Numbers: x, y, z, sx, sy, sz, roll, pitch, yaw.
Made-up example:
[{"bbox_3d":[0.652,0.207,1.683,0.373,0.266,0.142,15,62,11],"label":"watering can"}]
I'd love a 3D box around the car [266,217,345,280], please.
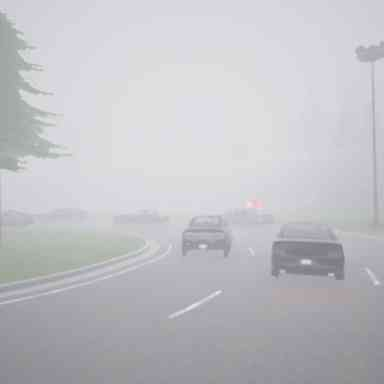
[{"bbox_3d":[3.638,1.623,10.626,1.882,1.535,5.008,0,-1,19],"label":"car"}]

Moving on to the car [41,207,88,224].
[{"bbox_3d":[-12.721,2.271,32.647,4.892,1.490,1.837,-1,-2,-2],"label":"car"}]

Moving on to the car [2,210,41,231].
[{"bbox_3d":[-14.588,2.153,25.298,4.902,1.511,2.128,-1,-1,-12],"label":"car"}]

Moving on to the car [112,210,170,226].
[{"bbox_3d":[-4.322,2.165,27.925,4.718,1.301,1.895,-1,-1,26],"label":"car"}]

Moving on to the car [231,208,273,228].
[{"bbox_3d":[3.824,1.963,26.056,2.033,1.411,5.357,0,-1,-40],"label":"car"}]

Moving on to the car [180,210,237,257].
[{"bbox_3d":[0.713,1.740,14.136,2.128,1.511,4.902,-1,-1,8],"label":"car"}]

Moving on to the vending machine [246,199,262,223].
[{"bbox_3d":[5.609,1.656,29.994,1.100,2.100,0.880,0,-1,-45],"label":"vending machine"}]
